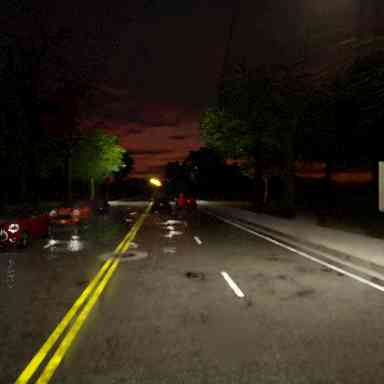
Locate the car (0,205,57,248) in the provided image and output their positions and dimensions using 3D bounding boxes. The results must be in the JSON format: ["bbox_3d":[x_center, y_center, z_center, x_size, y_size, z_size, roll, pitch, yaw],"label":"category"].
[{"bbox_3d":[-7.955,1.424,14.888,2.097,1.767,4.553,-1,0,-5],"label":"car"}]

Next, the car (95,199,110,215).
[{"bbox_3d":[-9.796,1.542,34.695,1.882,1.535,5.008,-1,0,-5],"label":"car"}]

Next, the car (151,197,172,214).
[{"bbox_3d":[-3.310,1.334,36.036,2.097,1.767,4.553,-1,0,-5],"label":"car"}]

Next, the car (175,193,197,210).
[{"bbox_3d":[-0.658,1.161,43.072,2.150,2.045,5.566,-1,0,-5],"label":"car"}]

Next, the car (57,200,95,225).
[{"bbox_3d":[-8.881,1.420,24.631,2.097,1.767,4.553,-1,0,-5],"label":"car"}]

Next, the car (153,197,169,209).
[{"bbox_3d":[-4.381,1.527,46.931,2.033,1.411,5.357,-1,0,-5],"label":"car"}]

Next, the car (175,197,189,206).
[{"bbox_3d":[-1.671,1.501,53.700,1.994,1.385,4.181,-1,0,-5],"label":"car"}]
